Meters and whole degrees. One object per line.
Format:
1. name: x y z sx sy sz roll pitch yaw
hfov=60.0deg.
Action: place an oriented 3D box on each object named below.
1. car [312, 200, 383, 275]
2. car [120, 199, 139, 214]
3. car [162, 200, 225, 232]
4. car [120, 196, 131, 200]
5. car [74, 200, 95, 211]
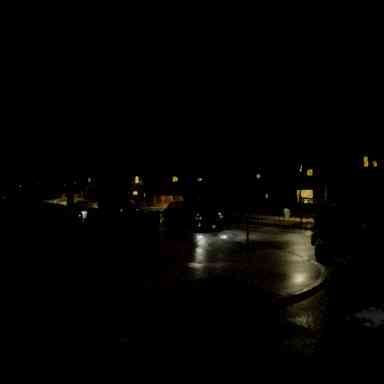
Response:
1. car: 5.176 1.270 8.874 2.150 2.045 5.566 2 -1 -3
2. car: -6.584 1.620 30.511 1.895 1.301 4.718 -2 1 -33
3. car: -0.017 1.379 20.588 2.097 1.767 4.553 -2 1 -34
4. car: -8.387 1.293 38.547 2.097 1.767 4.553 -2 1 -34
5. car: -13.482 1.608 40.972 1.895 1.301 4.718 -2 1 -33
